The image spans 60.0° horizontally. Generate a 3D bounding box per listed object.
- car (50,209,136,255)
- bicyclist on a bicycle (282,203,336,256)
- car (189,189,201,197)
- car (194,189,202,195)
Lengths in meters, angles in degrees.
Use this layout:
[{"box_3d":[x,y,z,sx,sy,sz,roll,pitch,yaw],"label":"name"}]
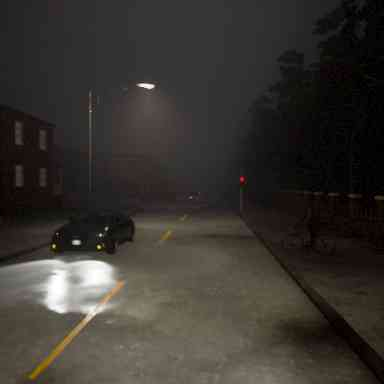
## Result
[{"box_3d":[-3.415,1.331,12.176,1.994,1.385,4.181,0,1,4],"label":"car"},{"box_3d":[3.595,1.174,10.240,1.656,1.620,0.582,0,1,4],"label":"bicyclist on a bicycle"},{"box_3d":[0.492,0.493,71.208,1.994,1.385,4.181,0,1,4],"label":"car"},{"box_3d":[1.506,0.057,86.862,1.837,1.490,4.892,0,1,4],"label":"car"}]
